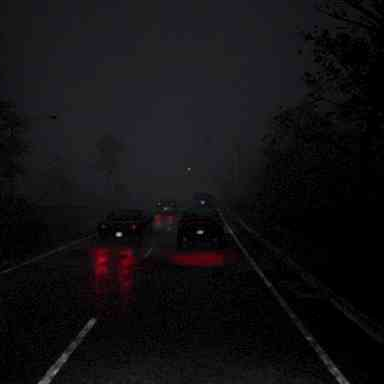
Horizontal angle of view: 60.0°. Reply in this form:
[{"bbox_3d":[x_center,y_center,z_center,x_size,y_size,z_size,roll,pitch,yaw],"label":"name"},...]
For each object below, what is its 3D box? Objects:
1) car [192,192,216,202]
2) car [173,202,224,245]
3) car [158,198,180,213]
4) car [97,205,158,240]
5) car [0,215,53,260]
[{"bbox_3d":[1.137,1.054,32.865,2.150,2.045,5.566,0,0,3],"label":"car"},{"bbox_3d":[0.395,1.400,15.164,1.882,1.535,5.008,0,0,2],"label":"car"},{"bbox_3d":[-2.334,1.320,33.458,2.128,1.511,4.902,0,0,3],"label":"car"},{"bbox_3d":[-3.066,1.515,16.491,1.895,1.301,4.718,0,0,2],"label":"car"},{"bbox_3d":[-6.906,1.537,11.934,1.895,1.301,4.718,0,0,2],"label":"car"}]
